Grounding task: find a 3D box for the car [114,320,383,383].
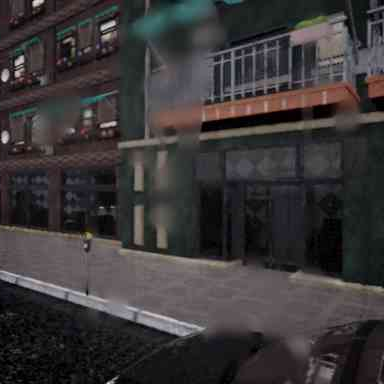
[{"bbox_3d":[1.308,1.551,1.938,4.403,1.369,2.008,0,0,36],"label":"car"}]
